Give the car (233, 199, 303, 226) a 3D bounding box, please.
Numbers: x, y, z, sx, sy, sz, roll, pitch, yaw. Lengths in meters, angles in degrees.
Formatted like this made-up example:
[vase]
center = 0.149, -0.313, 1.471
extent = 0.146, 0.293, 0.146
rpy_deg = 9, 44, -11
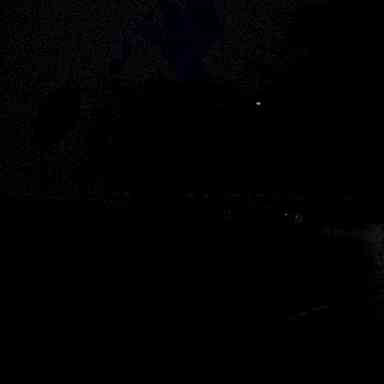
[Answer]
[car]
center = 4.702, 1.225, 21.191
extent = 2.128, 1.511, 4.902
rpy_deg = -2, 2, -36
